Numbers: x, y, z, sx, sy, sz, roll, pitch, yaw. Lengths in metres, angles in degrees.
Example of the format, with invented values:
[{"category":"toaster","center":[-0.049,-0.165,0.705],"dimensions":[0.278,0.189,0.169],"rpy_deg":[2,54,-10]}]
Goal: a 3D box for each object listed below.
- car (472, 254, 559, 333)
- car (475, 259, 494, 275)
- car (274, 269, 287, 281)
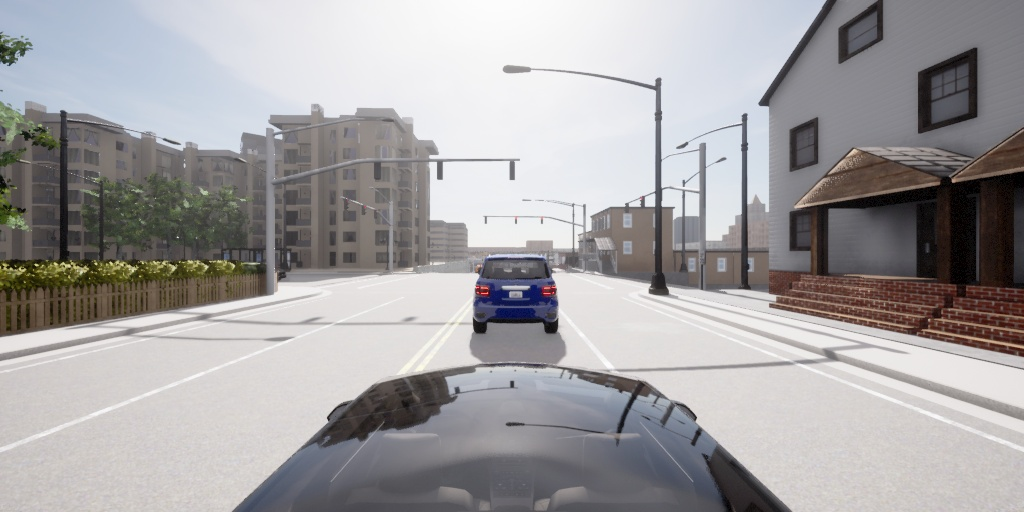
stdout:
[{"category":"car","center":[0.100,0.971,10.866],"dimensions":[2.150,2.045,5.566],"rpy_deg":[0,0,0]},{"category":"car","center":[-3.562,1.506,46.886],"dimensions":[2.097,1.767,4.553],"rpy_deg":[1,-5,0]},{"category":"car","center":[-20.347,1.255,28.067],"dimensions":[4.892,1.490,1.837],"rpy_deg":[0,0,1]}]
